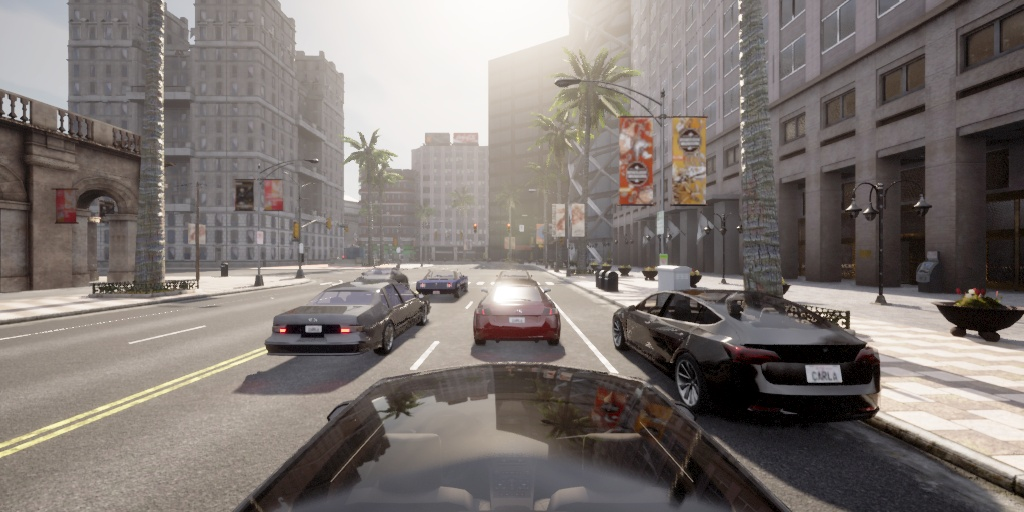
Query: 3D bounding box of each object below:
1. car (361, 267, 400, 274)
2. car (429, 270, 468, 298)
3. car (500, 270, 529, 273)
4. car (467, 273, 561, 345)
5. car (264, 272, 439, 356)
[{"bbox_3d":[-6.995,1.315,19.302,1.994,1.385,4.181,0,0,0],"label":"car"},{"bbox_3d":[-3.384,1.351,18.298,1.895,1.301,4.718,0,0,0],"label":"car"},{"bbox_3d":[0.117,1.351,18.336,1.895,1.301,4.718,0,0,0],"label":"car"},{"bbox_3d":[0.108,1.314,9.529,1.994,1.385,4.181,0,0,0],"label":"car"},{"bbox_3d":[-3.395,1.297,8.649,2.033,1.411,5.357,0,0,0],"label":"car"}]
